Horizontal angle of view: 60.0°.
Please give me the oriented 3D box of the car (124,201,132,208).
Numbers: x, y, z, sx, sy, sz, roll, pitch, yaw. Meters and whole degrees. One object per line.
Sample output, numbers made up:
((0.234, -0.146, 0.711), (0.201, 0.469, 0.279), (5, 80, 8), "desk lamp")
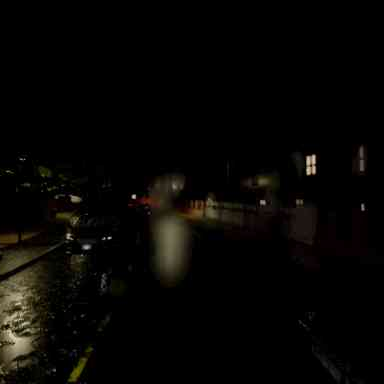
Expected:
((-7.651, 1.843, 42.916), (2.128, 1.511, 4.902), (0, 0, -16), "car")

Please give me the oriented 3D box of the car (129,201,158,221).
((-4.351, 1.854, 30.935), (2.033, 1.411, 5.357), (0, 0, -15), "car")

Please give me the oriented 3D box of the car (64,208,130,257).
((-3.922, 1.653, 13.842), (2.128, 1.511, 4.902), (0, -1, -7), "car")
